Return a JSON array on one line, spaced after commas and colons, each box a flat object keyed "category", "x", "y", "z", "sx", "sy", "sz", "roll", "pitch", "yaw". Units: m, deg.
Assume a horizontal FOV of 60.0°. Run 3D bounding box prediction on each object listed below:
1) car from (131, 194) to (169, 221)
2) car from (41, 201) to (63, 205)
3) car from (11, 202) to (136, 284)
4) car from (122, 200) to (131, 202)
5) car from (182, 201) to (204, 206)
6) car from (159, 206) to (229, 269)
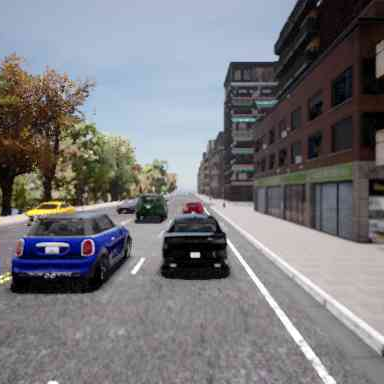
[{"category": "car", "x": -3.149, "y": 1.185, "z": 26.764, "sx": 2.150, "sy": 2.045, "sz": 5.566, "roll": 0, "pitch": 0, "yaw": 0}, {"category": "car", "x": -9.844, "y": 1.445, "z": 23.493, "sx": 1.882, "sy": 1.535, "sz": 5.008, "roll": 0, "pitch": 0, "yaw": 0}, {"category": "car", "x": -3.159, "y": 1.338, "z": 9.656, "sx": 2.097, "sy": 1.767, "sz": 4.553, "roll": 0, "pitch": 0, "yaw": 0}, {"category": "car", "x": -6.575, "y": 1.499, "z": 35.134, "sx": 2.033, "sy": 1.411, "sz": 5.357, "roll": 0, "pitch": 0, "yaw": 0}, {"category": "car", "x": 0.104, "y": 1.486, "z": 28.809, "sx": 1.812, "sy": 1.442, "sz": 4.674, "roll": 0, "pitch": 0, "yaw": 0}, {"category": "car", "x": 0.093, "y": 1.462, "z": 11.082, "sx": 1.882, "sy": 1.535, "sz": 5.008, "roll": 0, "pitch": 0, "yaw": 0}]
